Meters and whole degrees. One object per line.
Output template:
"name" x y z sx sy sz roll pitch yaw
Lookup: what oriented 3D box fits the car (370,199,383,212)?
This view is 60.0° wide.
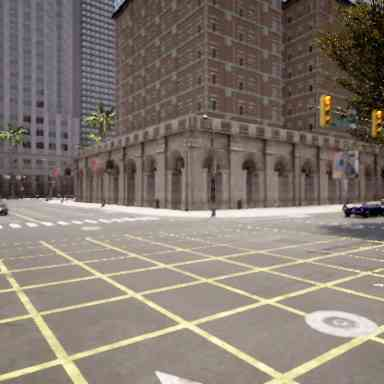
"car" 22.429 1.498 37.986 4.718 1.301 1.895 0 0 -36

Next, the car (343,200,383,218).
"car" 15.226 1.530 28.946 4.718 1.301 1.895 0 0 -35

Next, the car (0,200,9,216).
"car" -18.904 1.481 31.977 2.128 1.511 4.902 0 0 -36
